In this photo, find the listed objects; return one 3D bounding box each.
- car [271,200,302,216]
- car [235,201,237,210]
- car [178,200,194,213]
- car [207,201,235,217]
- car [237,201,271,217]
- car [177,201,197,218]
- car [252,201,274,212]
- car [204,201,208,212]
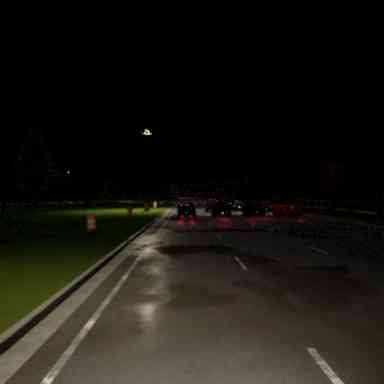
[{"bbox_3d":[9.950,1.593,35.315,2.097,1.767,4.553,-1,-1,-1],"label":"car"},{"bbox_3d":[6.212,1.957,45.878,1.994,1.385,4.181,-1,-1,-1],"label":"car"},{"bbox_3d":[-0.789,1.968,45.755,2.128,1.511,4.902,-1,0,-1],"label":"car"},{"bbox_3d":[2.958,1.824,34.758,1.837,1.490,4.892,-1,-1,-1],"label":"car"},{"bbox_3d":[6.451,1.774,35.236,2.128,1.511,4.902,-1,-1,-1],"label":"car"},{"bbox_3d":[-0.543,1.853,34.826,2.128,1.511,4.902,-1,-1,-1],"label":"car"},{"bbox_3d":[9.709,1.953,45.961,1.895,1.301,4.718,-1,-1,-1],"label":"car"},{"bbox_3d":[2.710,1.912,45.879,1.882,1.535,5.008,-1,0,-1],"label":"car"}]
